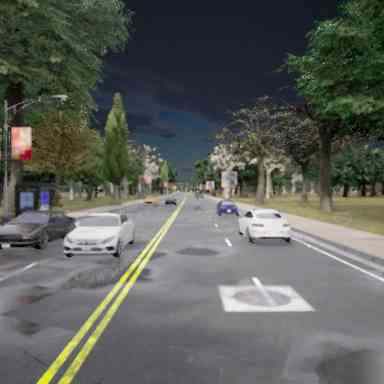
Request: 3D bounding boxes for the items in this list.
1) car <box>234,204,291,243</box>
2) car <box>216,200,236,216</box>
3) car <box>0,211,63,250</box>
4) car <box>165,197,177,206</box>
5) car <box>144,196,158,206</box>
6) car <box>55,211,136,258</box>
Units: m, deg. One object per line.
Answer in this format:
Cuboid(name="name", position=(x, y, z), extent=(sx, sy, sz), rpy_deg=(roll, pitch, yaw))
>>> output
Cuboid(name="car", position=(3.330, 1.507, 15.817), extent=(1.812, 1.442, 4.674), rpy_deg=(0, 0, 0))
Cuboid(name="car", position=(3.285, 1.490, 31.738), extent=(1.812, 1.442, 4.674), rpy_deg=(0, 0, 0))
Cuboid(name="car", position=(-6.619, 1.531, 14.486), extent=(2.033, 1.411, 5.357), rpy_deg=(0, 0, 0))
Cuboid(name="car", position=(-3.471, 1.483, 55.464), extent=(2.033, 1.411, 5.357), rpy_deg=(0, 0, 0))
Cuboid(name="car", position=(-6.732, 1.415, 54.565), extent=(1.882, 1.535, 5.008), rpy_deg=(0, 0, 0))
Cuboid(name="car", position=(-3.365, 1.511, 12.918), extent=(1.812, 1.442, 4.674), rpy_deg=(0, 0, 0))
